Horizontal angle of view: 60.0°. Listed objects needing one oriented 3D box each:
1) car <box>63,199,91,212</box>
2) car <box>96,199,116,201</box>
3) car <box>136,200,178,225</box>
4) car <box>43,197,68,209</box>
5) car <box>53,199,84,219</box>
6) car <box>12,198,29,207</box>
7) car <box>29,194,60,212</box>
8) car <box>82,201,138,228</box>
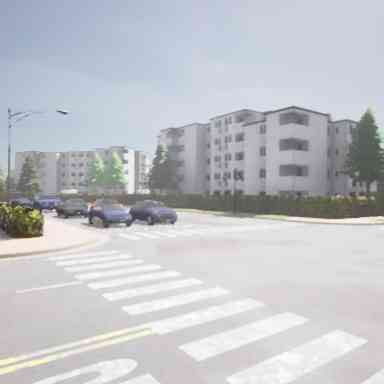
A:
[{"bbox_3d":[-14.130,1.593,40.709,1.837,1.490,4.892,1,-1,-36],"label":"car"},{"bbox_3d":[-8.180,1.440,32.443,2.097,1.767,4.553,1,0,-36],"label":"car"},{"bbox_3d":[-2.988,1.440,25.210,2.097,1.767,4.553,1,0,-36],"label":"car"},{"bbox_3d":[-20.102,1.577,48.808,2.128,1.511,4.902,1,0,-37],"label":"car"},{"bbox_3d":[-10.858,1.626,30.189,1.994,1.385,4.181,1,0,-35],"label":"car"},{"bbox_3d":[-25.625,1.607,50.181,2.033,1.411,5.357,1,0,-43],"label":"car"},{"bbox_3d":[-16.936,1.283,38.652,2.150,2.045,5.566,1,0,-36],"label":"car"},{"bbox_3d":[-5.777,1.588,23.087,1.812,1.442,4.674,1,0,-36],"label":"car"}]
